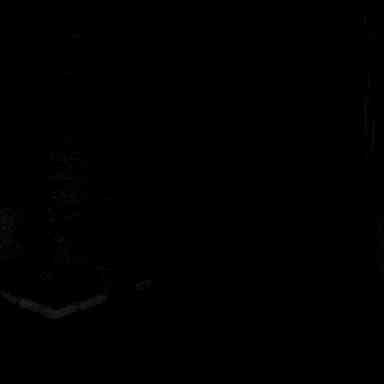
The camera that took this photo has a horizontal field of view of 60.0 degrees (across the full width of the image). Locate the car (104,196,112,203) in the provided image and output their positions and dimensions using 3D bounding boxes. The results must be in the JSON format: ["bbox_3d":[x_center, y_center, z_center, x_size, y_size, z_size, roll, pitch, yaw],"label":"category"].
[{"bbox_3d":[-17.362,1.546,65.358,1.752,1.417,4.829,-1,0,35],"label":"car"}]

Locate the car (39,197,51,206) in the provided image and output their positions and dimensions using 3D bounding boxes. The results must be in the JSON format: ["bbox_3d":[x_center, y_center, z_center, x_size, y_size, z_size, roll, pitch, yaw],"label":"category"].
[{"bbox_3d":[-23.721,1.486,56.249,1.967,1.590,4.097,-1,0,35],"label":"car"}]

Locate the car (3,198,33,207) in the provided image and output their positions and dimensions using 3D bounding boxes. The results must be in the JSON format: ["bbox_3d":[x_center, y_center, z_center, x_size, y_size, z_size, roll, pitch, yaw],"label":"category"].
[{"bbox_3d":[-26.947,1.644,51.624,1.802,1.307,4.206,-1,0,35],"label":"car"}]

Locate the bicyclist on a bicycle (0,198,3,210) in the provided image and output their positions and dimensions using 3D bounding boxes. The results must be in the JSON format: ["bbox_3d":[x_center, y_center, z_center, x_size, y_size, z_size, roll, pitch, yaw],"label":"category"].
[{"bbox_3d":[-22.250,1.249,38.287,1.656,1.620,0.582,-1,-1,35],"label":"bicyclist on a bicycle"}]
